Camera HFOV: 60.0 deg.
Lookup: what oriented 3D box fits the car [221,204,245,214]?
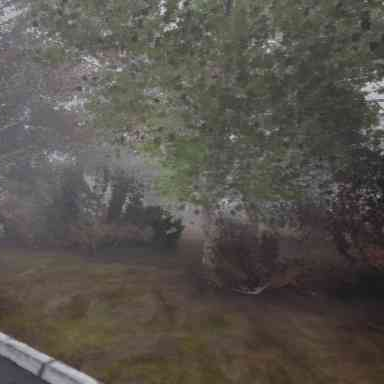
[{"bbox_3d":[6.029,2.374,46.705,1.946,1.575,5.366,0,0,35],"label":"car"}]
